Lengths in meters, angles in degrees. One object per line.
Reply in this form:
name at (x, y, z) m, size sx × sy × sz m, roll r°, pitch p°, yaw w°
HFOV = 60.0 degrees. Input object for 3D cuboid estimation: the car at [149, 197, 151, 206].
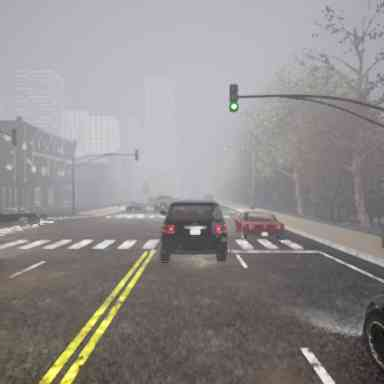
car at (-6.471, 1.561, 55.927) m, size 2.097 × 1.767 × 4.553 m, roll 0°, pitch 0°, yaw 0°

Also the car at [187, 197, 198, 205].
car at (0.102, 1.775, 69.419) m, size 2.128 × 1.511 × 4.902 m, roll 0°, pitch 0°, yaw 0°

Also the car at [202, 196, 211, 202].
car at (3.369, 1.722, 79.863) m, size 1.895 × 1.301 × 4.718 m, roll 0°, pitch 0°, yaw 0°

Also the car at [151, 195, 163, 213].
car at (-3.279, 1.373, 40.200) m, size 2.150 × 2.045 × 5.566 m, roll 0°, pitch 0°, yaw 0°

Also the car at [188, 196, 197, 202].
car at (0.119, 1.667, 79.838) m, size 2.033 × 1.411 × 5.357 m, roll 0°, pitch 0°, yaw 0°

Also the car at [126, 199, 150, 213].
car at (-6.534, 1.750, 39.239) m, size 1.895 × 1.301 × 4.718 m, roll 0°, pitch 0°, yaw 0°

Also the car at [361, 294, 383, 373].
car at (3.353, 1.576, 2.957) m, size 1.994 × 1.385 × 4.181 m, roll 0°, pitch 0°, yaw 0°

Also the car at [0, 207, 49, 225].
car at (-13.473, 1.807, 24.942) m, size 4.718 × 1.301 × 1.895 m, roll -1°, pitch 0°, yaw 3°

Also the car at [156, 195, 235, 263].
car at (-0.035, 1.270, 12.386) m, size 2.150 × 2.045 × 5.566 m, roll 0°, pitch 0°, yaw -3°

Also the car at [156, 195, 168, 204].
car at (-6.394, 1.613, 70.735) m, size 2.097 × 1.767 × 4.553 m, roll 0°, pitch 0°, yaw 0°

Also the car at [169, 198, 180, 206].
car at (-3.174, 1.751, 60.358) m, size 1.812 × 1.442 × 4.674 m, roll 0°, pitch 0°, yaw 0°

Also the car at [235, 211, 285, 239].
car at (3.376, 1.670, 17.630) m, size 1.895 × 1.301 × 4.718 m, roll 0°, pitch 0°, yaw 0°
